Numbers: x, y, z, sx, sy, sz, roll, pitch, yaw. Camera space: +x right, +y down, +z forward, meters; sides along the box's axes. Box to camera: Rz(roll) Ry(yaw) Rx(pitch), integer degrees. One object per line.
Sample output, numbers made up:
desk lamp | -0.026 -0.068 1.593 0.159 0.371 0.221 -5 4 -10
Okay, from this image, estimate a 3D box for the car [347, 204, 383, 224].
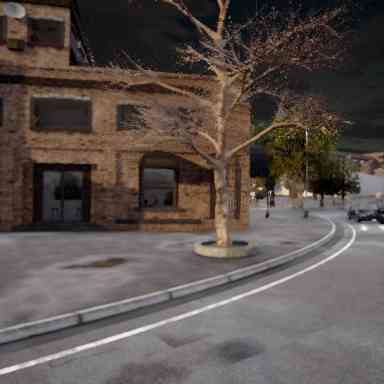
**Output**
car | 13.532 1.616 26.074 2.033 1.411 5.357 0 0 14
